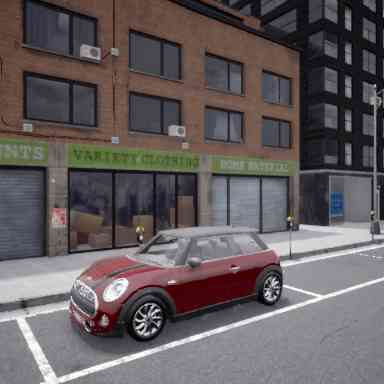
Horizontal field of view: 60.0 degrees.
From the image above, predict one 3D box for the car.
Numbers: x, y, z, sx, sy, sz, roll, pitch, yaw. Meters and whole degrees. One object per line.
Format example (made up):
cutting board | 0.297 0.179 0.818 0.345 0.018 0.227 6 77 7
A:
car | -0.174 1.440 6.401 4.097 1.590 1.967 0 0 -35
